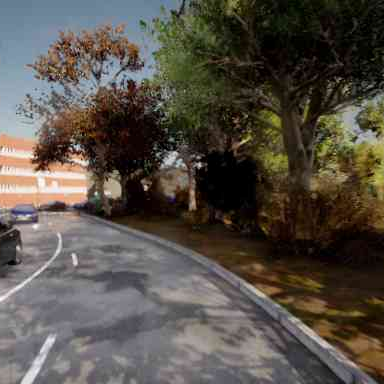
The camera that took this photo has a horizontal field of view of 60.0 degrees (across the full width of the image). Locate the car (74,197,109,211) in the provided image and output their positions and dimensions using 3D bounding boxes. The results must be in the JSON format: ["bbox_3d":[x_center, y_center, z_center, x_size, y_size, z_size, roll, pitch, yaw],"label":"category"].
[{"bbox_3d":[-14.241,1.821,46.456,2.033,1.411,5.357,0,0,17],"label":"car"}]

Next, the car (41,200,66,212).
[{"bbox_3d":[-17.911,1.798,42.741,1.812,1.442,4.674,-1,-1,8],"label":"car"}]

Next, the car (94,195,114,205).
[{"bbox_3d":[-18.006,1.604,64.849,5.566,2.045,2.435,0,0,12],"label":"car"}]

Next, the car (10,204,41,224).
[{"bbox_3d":[-12.941,1.647,25.788,1.812,1.442,4.674,0,-1,-26],"label":"car"}]

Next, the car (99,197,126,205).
[{"bbox_3d":[-16.819,1.864,70.375,5.008,1.535,2.097,0,0,12],"label":"car"}]

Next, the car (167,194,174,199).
[{"bbox_3d":[-5.077,1.533,65.234,5.566,2.045,2.435,0,0,12],"label":"car"}]

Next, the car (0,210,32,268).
[{"bbox_3d":[-6.023,1.527,8.803,1.837,1.490,4.892,0,2,-11],"label":"car"}]

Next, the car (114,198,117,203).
[{"bbox_3d":[-11.484,1.918,58.468,1.895,1.301,4.718,0,0,12],"label":"car"}]

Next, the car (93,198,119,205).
[{"bbox_3d":[-17.398,1.900,67.607,4.674,1.452,2.002,0,0,12],"label":"car"}]
